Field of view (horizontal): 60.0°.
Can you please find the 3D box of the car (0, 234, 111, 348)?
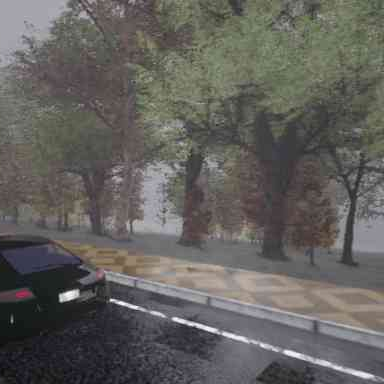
[{"bbox_3d":[-3.460,1.485,6.102,4.181,1.385,1.994,1,1,35],"label":"car"}]
